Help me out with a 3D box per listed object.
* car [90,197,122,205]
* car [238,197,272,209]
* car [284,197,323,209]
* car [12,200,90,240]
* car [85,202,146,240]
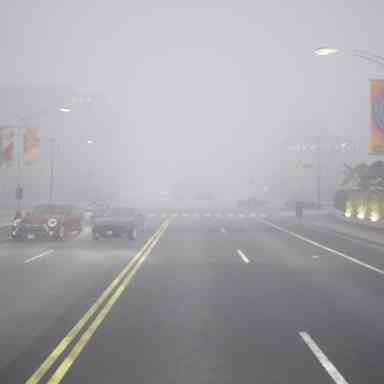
[{"bbox_3d":[-6.999,1.400,24.855,2.128,1.511,4.902,0,0,0],"label":"car"},{"bbox_3d":[8.177,1.314,42.647,5.008,1.535,1.882,0,0,-35],"label":"car"},{"bbox_3d":[13.539,1.338,40.400,4.902,1.511,2.128,0,0,-19],"label":"car"},{"bbox_3d":[-6.999,1.341,16.685,2.097,1.767,4.553,0,0,0],"label":"car"},{"bbox_3d":[-3.499,1.449,16.655,1.882,1.535,5.008,0,0,0],"label":"car"}]
